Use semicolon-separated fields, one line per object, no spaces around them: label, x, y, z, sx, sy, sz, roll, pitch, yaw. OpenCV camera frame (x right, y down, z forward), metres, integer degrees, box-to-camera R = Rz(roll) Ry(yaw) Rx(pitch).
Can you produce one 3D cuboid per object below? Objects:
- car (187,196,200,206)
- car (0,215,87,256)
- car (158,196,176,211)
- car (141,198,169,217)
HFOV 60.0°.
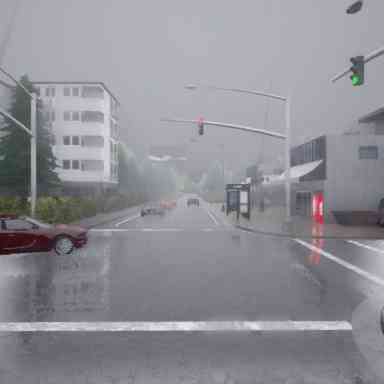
car;0.242;1.505;54.202;1.837;1.490;4.892;0;0;1
car;-6.514;1.590;12.358;5.008;1.535;1.882;-1;0;-21
car;-3.497;1.352;40.733;2.097;1.767;4.553;0;0;0
car;-3.527;1.564;31.031;1.994;1.385;4.181;0;0;0
